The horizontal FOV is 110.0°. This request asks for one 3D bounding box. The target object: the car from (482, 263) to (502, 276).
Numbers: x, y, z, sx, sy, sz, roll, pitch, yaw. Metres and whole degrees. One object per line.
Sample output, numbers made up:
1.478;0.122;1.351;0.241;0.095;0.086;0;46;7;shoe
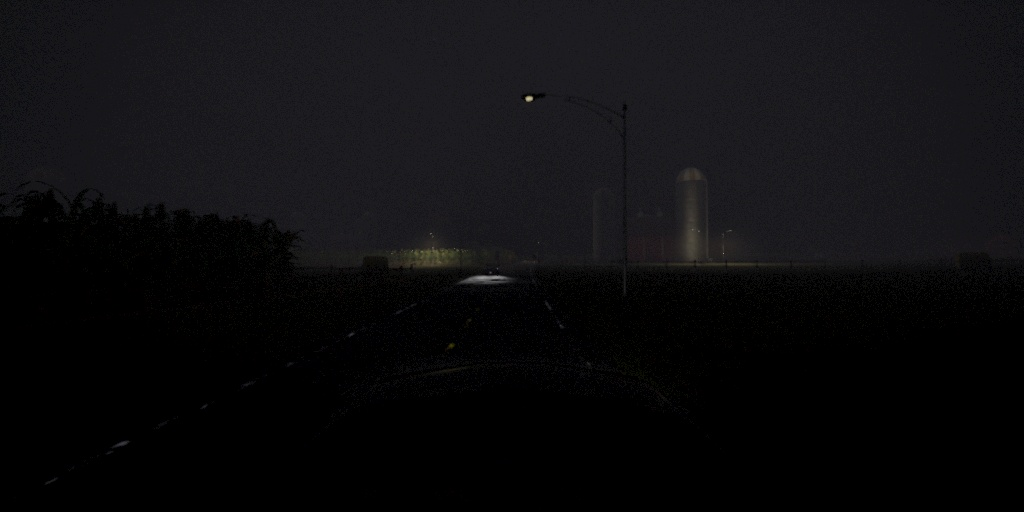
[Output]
-2.116;1.403;39.012;1.895;1.301;4.718;0;0;2;car
